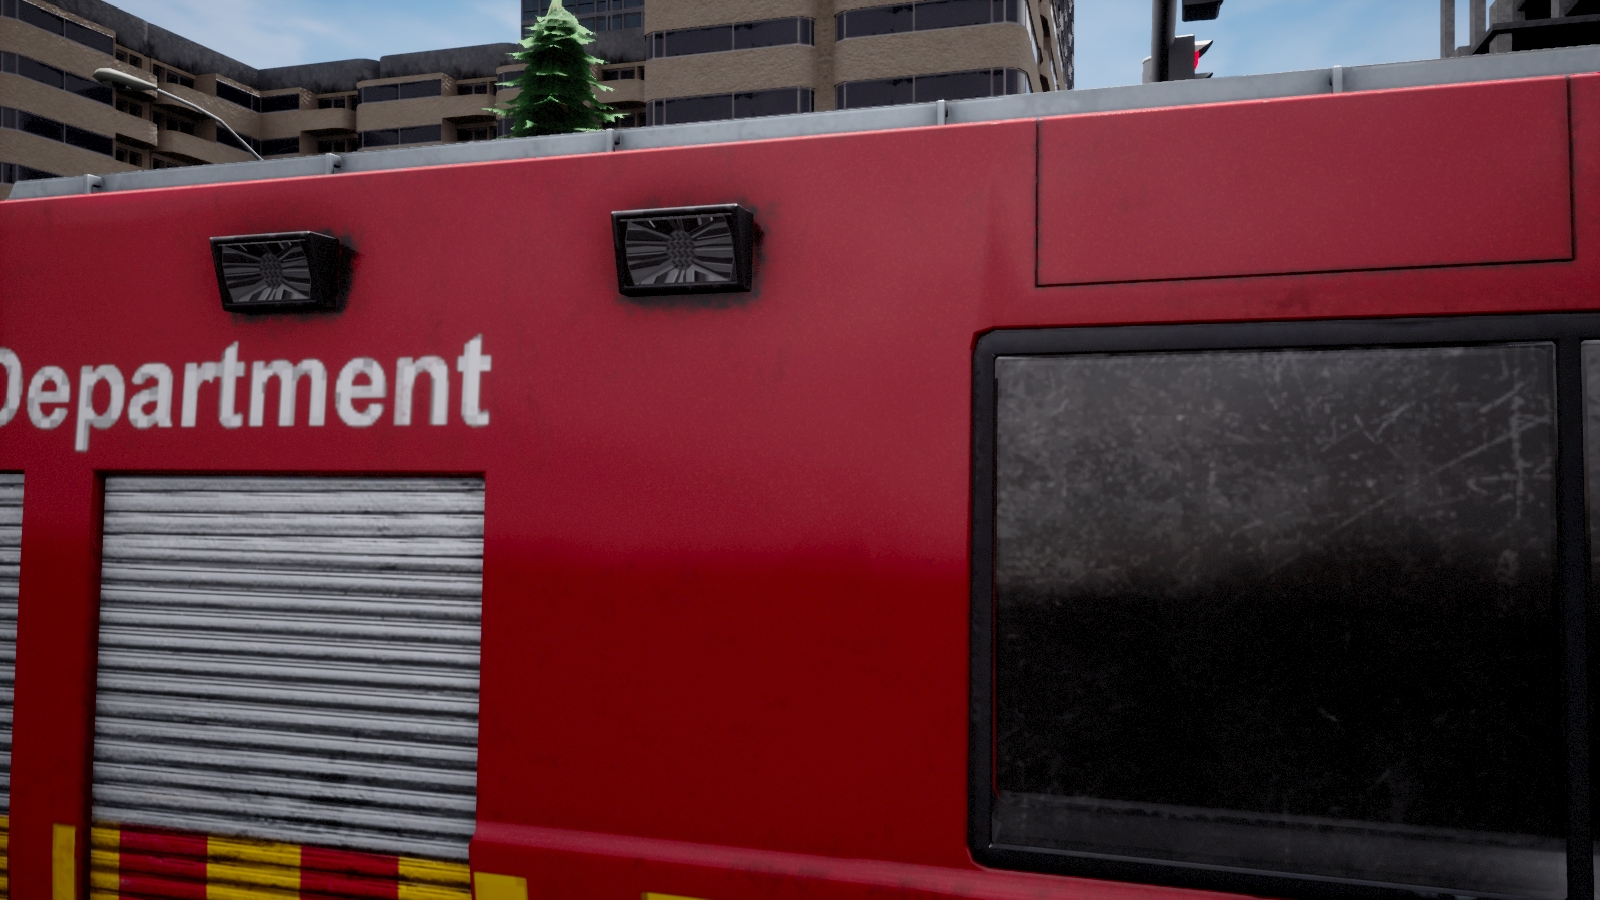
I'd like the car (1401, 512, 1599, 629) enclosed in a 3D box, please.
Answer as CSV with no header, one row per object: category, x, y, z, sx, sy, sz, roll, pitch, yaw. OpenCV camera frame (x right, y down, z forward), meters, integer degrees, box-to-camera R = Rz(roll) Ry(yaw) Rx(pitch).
car,12.484,2.037,20.491,2.038,1.542,4.974,0,0,16
